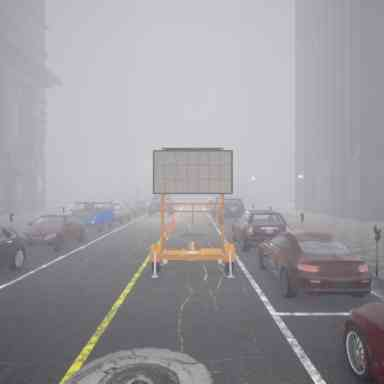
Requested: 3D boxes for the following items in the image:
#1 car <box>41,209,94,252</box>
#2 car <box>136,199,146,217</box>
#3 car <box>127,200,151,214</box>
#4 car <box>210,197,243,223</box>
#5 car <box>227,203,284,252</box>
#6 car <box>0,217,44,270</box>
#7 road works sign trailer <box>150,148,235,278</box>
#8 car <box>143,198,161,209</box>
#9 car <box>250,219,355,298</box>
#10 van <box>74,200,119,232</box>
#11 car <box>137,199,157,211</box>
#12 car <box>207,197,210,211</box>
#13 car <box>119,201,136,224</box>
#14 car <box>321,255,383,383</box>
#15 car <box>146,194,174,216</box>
[{"bbox_3d":[-5.734,1.583,13.893,1.802,1.307,4.206,0,0,0],"label":"car"},{"bbox_3d":[-5.695,1.591,30.803,1.802,1.307,4.206,0,0,0],"label":"car"},{"bbox_3d":[-5.683,1.580,36.439,1.947,1.339,4.313,0,0,0],"label":"car"},{"bbox_3d":[2.815,1.321,25.150,2.192,1.841,5.009,0,0,0],"label":"car"},{"bbox_3d":[2.790,1.441,13.878,1.967,1.590,4.097,0,0,0],"label":"car"},{"bbox_3d":[-5.747,1.551,8.256,2.008,1.369,4.403,0,0,0],"label":"car"},{"bbox_3d":[0.023,0.465,10.138,2.380,3.560,2.880,0,0,0],"label":"road works sign trailer"},{"bbox_3d":[-5.657,1.575,47.713,2.008,1.369,4.403,0,0,0],"label":"car"},{"bbox_3d":[2.778,1.582,8.242,1.802,1.307,4.206,0,0,0],"label":"car"},{"bbox_3d":[-5.722,1.344,19.530,1.690,1.788,3.998,0,0,0],"label":"van"},{"bbox_3d":[-5.670,1.585,42.076,1.947,1.339,4.313,0,0,0],"label":"car"},{"bbox_3d":[2.828,1.324,30.786,2.192,1.841,5.009,0,0,0],"label":"car"},{"bbox_3d":[-5.709,1.531,24.996,1.752,1.417,4.829,0,0,0],"label":"car"},{"bbox_3d":[2.765,1.582,2.606,1.802,1.307,4.206,0,0,0],"label":"car"},{"bbox_3d":[-2.915,1.232,32.402,2.150,2.045,5.566,0,0,1],"label":"car"}]
